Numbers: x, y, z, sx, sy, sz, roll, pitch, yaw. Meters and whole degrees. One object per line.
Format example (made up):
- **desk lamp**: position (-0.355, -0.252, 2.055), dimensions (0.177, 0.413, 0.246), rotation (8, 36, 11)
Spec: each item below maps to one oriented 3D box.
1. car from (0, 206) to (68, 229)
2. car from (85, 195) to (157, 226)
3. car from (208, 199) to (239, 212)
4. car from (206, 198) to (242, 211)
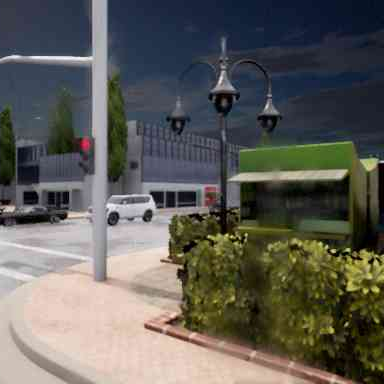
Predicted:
- **car**: position (-10.838, 1.597, 22.036), dimensions (1.895, 1.301, 4.718), rotation (0, 0, 37)
- **car**: position (-4.964, 1.218, 24.022), dimensions (2.150, 2.045, 5.566), rotation (0, 0, 37)
- **car**: position (3.621, 1.560, 35.493), dimensions (1.994, 1.385, 4.181), rotation (0, 0, 37)
- **car**: position (4.160, 1.544, 42.043), dimensions (2.033, 1.411, 5.357), rotation (0, 0, 37)
